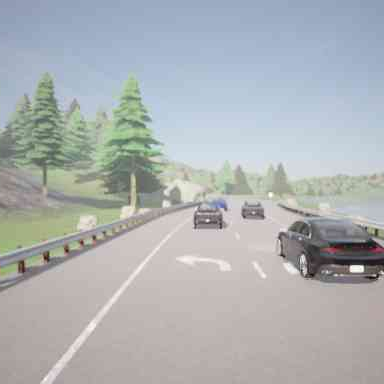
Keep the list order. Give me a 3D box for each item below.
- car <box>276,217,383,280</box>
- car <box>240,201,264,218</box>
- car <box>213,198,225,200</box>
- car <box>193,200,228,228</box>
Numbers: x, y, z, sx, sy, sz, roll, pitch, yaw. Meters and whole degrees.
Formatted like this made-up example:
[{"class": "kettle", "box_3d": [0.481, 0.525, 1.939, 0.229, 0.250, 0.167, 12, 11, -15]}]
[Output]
[{"class": "car", "box_3d": [3.873, 1.518, 10.045, 1.837, 1.490, 4.892, 0, 0, 2]}, {"class": "car", "box_3d": [5.406, 1.522, 29.996, 2.128, 1.511, 4.902, 0, 0, 6]}, {"class": "car", "box_3d": [3.421, 1.513, 41.571, 1.882, 1.535, 5.008, 0, 0, 9]}, {"class": "car", "box_3d": [1.139, 1.510, 22.327, 2.128, 1.511, 4.902, 0, 0, 5]}]
